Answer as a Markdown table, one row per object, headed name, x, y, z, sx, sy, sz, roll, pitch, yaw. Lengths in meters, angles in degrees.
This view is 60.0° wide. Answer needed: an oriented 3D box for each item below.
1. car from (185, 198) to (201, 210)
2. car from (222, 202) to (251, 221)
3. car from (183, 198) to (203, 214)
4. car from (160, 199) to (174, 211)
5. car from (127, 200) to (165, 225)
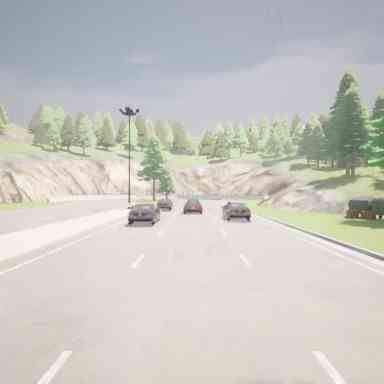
| name | x | y | z | sx | sy | sz | roll | pitch | yaw |
| --- | --- | --- | --- | --- | --- | --- | --- | --- | --- |
| car | 0.164 | 1.547 | 44.466 | 2.033 | 1.411 | 5.357 | 0 | 0 | 1 |
| car | 3.607 | 1.546 | 27.389 | 2.033 | 1.411 | 5.357 | 0 | 0 | 0 |
| car | 0.108 | 1.564 | 35.220 | 1.994 | 1.385 | 4.181 | 0 | 0 | 0 |
| car | -3.367 | 1.547 | 41.415 | 2.033 | 1.411 | 5.357 | 0 | 0 | 0 |
| car | -3.394 | 1.547 | 24.188 | 2.033 | 1.411 | 5.357 | 0 | 0 | 0 |
